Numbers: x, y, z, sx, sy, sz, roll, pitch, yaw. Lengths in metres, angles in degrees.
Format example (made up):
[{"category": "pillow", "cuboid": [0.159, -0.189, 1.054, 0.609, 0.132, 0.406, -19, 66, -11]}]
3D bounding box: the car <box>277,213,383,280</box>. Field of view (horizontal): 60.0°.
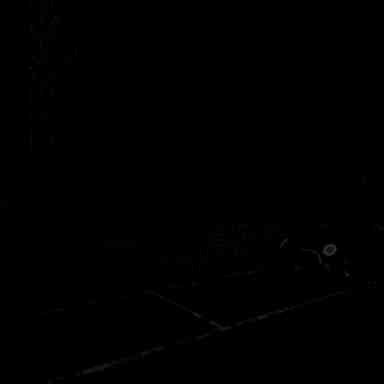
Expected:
[{"category": "car", "cuboid": [4.404, 1.463, 9.905, 4.097, 1.590, 1.967, 0, 0, -35]}]
